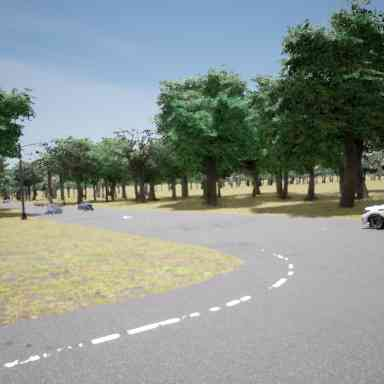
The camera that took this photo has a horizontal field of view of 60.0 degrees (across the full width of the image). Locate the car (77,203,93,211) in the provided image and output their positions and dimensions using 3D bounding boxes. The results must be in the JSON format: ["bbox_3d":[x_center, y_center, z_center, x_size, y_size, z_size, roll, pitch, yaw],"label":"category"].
[{"bbox_3d":[-20.532,2.770,63.756,1.812,1.442,4.674,-4,1,-36],"label":"car"}]

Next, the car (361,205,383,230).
[{"bbox_3d":[12.365,1.079,18.240,2.150,2.045,5.566,-3,0,-36],"label":"car"}]

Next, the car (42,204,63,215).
[{"bbox_3d":[-23.248,2.862,56.015,2.097,1.767,4.553,-4,1,-32],"label":"car"}]
